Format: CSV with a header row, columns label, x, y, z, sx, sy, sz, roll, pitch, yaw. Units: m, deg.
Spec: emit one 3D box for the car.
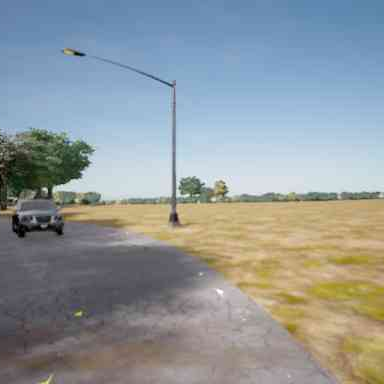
label,x,y,z,sx,sy,sz,roll,pitch,yaw
car,-8.982,1.425,19.257,2.150,2.045,5.566,1,-1,-32
